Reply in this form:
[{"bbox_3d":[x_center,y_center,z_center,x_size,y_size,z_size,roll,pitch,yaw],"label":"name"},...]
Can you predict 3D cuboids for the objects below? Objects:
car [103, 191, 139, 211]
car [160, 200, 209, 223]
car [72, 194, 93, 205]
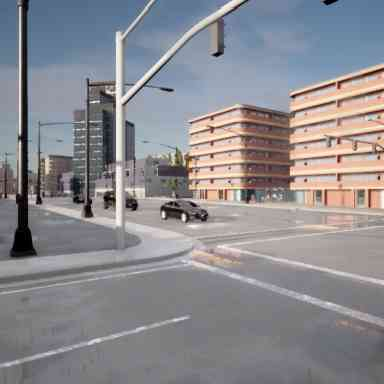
[{"bbox_3d":[-7.641,0.904,35.113,2.150,2.045,5.566,0,1,-34],"label":"car"},{"bbox_3d":[-0.655,1.373,24.866,1.837,1.490,4.892,0,1,-34],"label":"car"},{"bbox_3d":[-15.325,1.001,46.427,1.994,1.385,4.181,0,1,-34],"label":"car"}]
